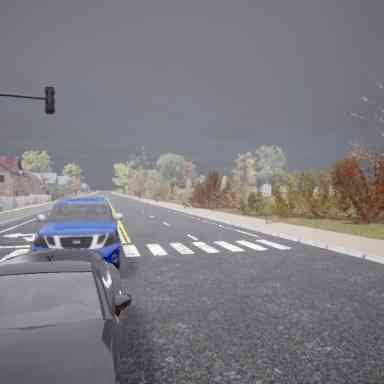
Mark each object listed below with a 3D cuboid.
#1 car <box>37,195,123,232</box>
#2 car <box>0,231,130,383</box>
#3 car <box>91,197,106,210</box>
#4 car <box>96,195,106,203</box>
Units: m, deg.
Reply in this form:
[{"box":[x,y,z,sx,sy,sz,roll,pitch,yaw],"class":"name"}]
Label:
[{"box":[-3.490,1.219,10.665,2.150,2.045,5.566,0,0,-15],"class":"car"},{"box":[-1.746,1.525,3.976,1.812,1.442,4.674,0,0,-12],"class":"car"},{"box":[-12.577,1.473,45.069,1.837,1.490,4.892,0,1,-15],"class":"car"},{"box":[-18.391,1.408,67.083,1.882,1.535,5.008,0,0,-15],"class":"car"}]
